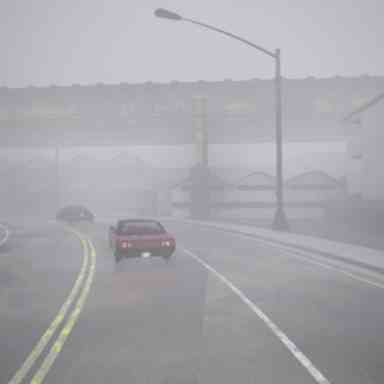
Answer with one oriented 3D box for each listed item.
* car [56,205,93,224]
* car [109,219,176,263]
[{"bbox_3d":[-9.565,1.754,26.916,1.994,1.385,4.181,1,-1,-37],"label":"car"},{"bbox_3d":[-2.039,1.639,12.313,1.895,1.301,4.718,0,0,-17],"label":"car"}]
